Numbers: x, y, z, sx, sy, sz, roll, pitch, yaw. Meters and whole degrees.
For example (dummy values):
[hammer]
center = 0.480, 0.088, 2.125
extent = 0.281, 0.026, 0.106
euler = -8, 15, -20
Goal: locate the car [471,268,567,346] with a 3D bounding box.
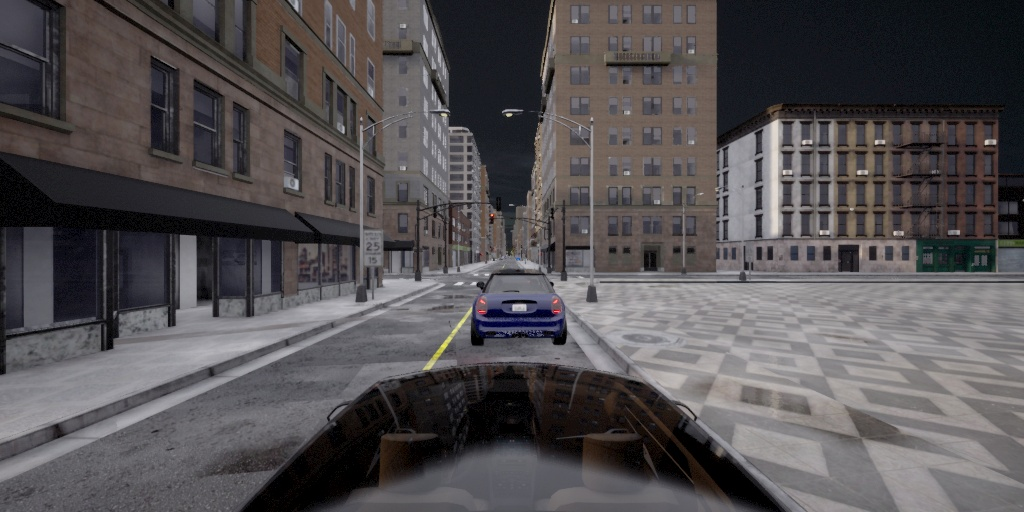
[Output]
[car]
center = 0.101, 1.102, 9.622
extent = 2.097, 1.767, 4.553
euler = 0, 0, -1
